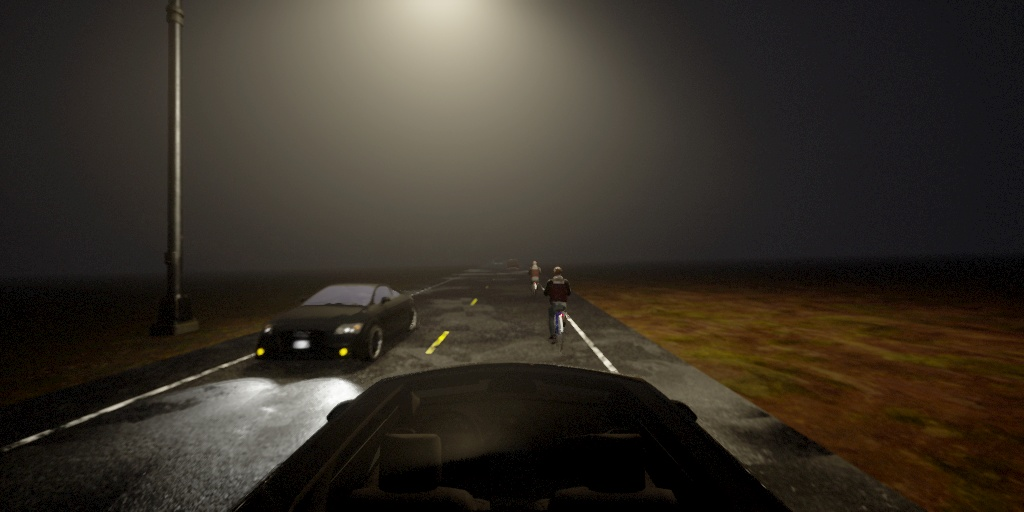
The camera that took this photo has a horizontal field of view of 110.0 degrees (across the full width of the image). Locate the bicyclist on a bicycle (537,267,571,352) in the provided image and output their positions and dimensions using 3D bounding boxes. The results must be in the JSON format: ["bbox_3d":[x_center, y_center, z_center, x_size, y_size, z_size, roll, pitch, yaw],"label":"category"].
[{"bbox_3d":[1.008,1.122,8.084,0.659,1.776,1.843,0,0,0],"label":"bicyclist on a bicycle"}]

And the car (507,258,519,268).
[{"bbox_3d":[0.179,1.274,63.247,1.882,1.535,5.008,0,-1,-1],"label":"car"}]

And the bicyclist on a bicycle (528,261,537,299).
[{"bbox_3d":[1.072,1.124,17.052,0.659,1.776,1.843,0,0,0],"label":"bicyclist on a bicycle"}]

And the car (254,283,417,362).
[{"bbox_3d":[-3.561,1.315,8.074,1.994,1.385,4.181,0,0,0],"label":"car"}]
